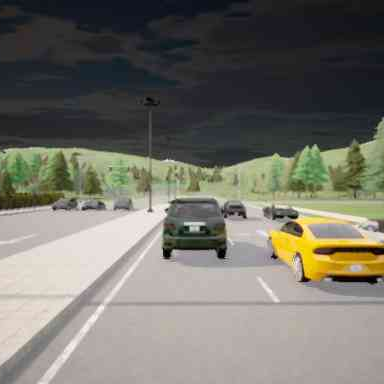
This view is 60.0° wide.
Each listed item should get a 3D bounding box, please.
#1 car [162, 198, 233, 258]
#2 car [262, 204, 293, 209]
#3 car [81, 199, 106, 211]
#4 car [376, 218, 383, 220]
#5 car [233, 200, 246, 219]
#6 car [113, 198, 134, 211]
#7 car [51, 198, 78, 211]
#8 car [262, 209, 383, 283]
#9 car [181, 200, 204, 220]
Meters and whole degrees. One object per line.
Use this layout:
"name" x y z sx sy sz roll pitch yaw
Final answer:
"car" 0.085 1.220 12.834 2.150 2.045 5.566 0 0 0
"car" 7.073 1.599 27.247 1.895 1.301 4.718 0 0 0
"car" -11.653 1.562 39.639 1.994 1.385 4.181 0 0 0
"car" 7.080 1.600 12.101 1.895 1.301 4.718 0 0 0
"car" 3.572 1.503 29.209 1.837 1.490 4.892 0 0 0
"car" -8.156 1.502 39.943 1.837 1.490 4.892 0 0 0
"car" -15.154 1.502 39.883 1.837 1.490 4.892 0 0 0
"car" 3.569 1.477 9.666 1.882 1.535 5.008 0 0 0
"car" 0.073 1.503 29.192 1.837 1.490 4.892 0 0 0
